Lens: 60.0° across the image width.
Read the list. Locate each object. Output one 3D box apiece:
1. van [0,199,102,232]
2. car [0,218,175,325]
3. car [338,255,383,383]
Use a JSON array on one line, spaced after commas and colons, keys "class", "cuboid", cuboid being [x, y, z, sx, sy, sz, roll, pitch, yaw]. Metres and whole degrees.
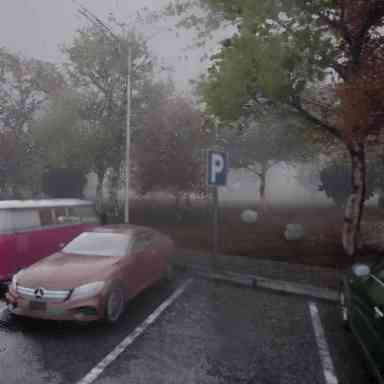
[{"class": "van", "cuboid": [-4.148, 1.194, 9.108, 1.878, 1.987, 4.442, 0, 0, 15]}, {"class": "car", "cuboid": [-1.737, 1.483, 7.293, 2.002, 1.452, 4.674, 1, 0, 15]}, {"class": "car", "cuboid": [3.107, 1.362, 3.836, 2.185, 1.767, 4.553, 0, 0, 15]}]
